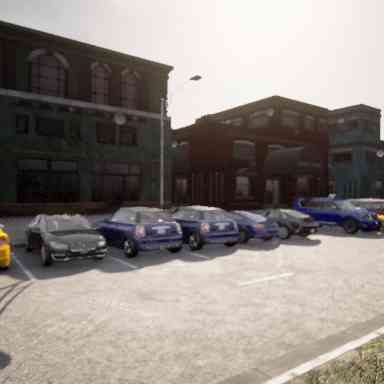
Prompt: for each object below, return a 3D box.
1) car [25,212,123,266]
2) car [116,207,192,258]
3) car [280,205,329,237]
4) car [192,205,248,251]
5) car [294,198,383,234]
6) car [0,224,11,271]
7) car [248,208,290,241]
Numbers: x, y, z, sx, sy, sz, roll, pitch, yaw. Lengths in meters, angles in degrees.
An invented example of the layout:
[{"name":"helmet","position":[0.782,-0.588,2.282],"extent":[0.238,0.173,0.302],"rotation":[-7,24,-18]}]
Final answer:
[{"name":"car","position":[-4.580,1.487,11.753],"extent":[2.231,1.521,4.892],"rotation":[1,0,-35]},{"name":"car","position":[-2.294,1.391,13.335],"extent":[2.185,1.767,4.553],"rotation":[1,0,-35]},{"name":"car","position":[4.484,1.618,18.189],"extent":[2.231,1.521,4.892],"rotation":[1,-1,-35]},{"name":"car","position":[-0.029,1.424,14.947],"extent":[2.185,1.767,4.553],"rotation":[1,0,-35]},{"name":"car","position":[9.027,1.437,21.396],"extent":[2.435,2.045,5.566],"rotation":[1,-1,-35]},{"name":"car","position":[-6.836,1.456,10.135],"extent":[2.097,1.535,5.008],"rotation":[1,0,-35]},{"name":"car","position":[2.218,1.622,16.580],"extent":[2.002,1.452,4.674],"rotation":[1,0,-35]}]
